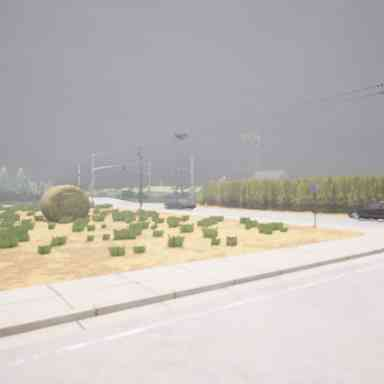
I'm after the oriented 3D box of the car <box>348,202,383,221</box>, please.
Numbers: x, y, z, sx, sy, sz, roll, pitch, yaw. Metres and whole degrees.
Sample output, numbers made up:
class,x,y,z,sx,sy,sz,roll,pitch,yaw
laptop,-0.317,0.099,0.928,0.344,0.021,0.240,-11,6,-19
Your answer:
class,x,y,z,sx,sy,sz,roll,pitch,yaw
car,14.393,1.458,25.134,1.882,1.535,5.008,0,0,-35

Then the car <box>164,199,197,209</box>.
class,x,y,z,sx,sy,sz,roll,pitch,yaw
car,-1.549,1.534,41.531,2.033,1.411,5.357,0,0,-34
